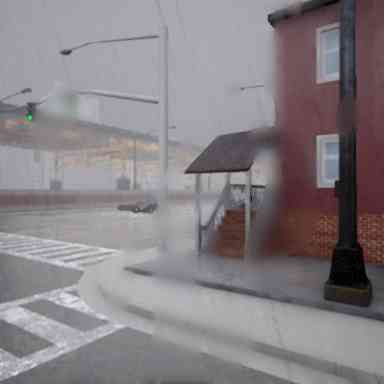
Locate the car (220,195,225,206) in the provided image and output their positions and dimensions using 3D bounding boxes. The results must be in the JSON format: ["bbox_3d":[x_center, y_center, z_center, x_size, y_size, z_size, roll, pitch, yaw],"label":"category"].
[{"bbox_3d":[6.143,1.532,55.564,1.837,1.490,4.892,0,0,35],"label":"car"}]

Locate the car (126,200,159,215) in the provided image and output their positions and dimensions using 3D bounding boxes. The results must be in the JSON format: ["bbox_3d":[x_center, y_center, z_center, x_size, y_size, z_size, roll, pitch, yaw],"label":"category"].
[{"bbox_3d":[-4.409,1.576,34.860,1.994,1.385,4.181,0,0,35],"label":"car"}]

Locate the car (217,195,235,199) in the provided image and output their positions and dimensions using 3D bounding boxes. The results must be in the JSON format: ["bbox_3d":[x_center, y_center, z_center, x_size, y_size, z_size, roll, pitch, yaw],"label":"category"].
[{"bbox_3d":[9.045,1.319,88.552,4.536,1.218,1.853,0,0,-26],"label":"car"}]

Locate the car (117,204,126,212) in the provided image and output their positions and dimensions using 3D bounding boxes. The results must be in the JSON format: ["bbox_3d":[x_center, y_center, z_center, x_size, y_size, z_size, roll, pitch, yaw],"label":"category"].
[{"bbox_3d":[-6.303,1.615,38.235,1.895,1.301,4.718,0,0,35],"label":"car"}]

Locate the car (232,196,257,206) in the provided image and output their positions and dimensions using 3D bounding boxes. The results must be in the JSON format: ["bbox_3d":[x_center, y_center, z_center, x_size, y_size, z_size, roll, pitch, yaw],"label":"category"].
[{"bbox_3d":[8.800,1.363,53.267,2.097,1.767,4.553,0,0,36],"label":"car"}]

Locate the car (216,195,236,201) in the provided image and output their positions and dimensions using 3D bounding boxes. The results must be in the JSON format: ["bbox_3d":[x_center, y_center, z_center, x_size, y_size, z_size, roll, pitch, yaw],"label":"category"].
[{"bbox_3d":[9.092,1.477,88.575,4.974,1.542,2.038,0,0,-26],"label":"car"}]
